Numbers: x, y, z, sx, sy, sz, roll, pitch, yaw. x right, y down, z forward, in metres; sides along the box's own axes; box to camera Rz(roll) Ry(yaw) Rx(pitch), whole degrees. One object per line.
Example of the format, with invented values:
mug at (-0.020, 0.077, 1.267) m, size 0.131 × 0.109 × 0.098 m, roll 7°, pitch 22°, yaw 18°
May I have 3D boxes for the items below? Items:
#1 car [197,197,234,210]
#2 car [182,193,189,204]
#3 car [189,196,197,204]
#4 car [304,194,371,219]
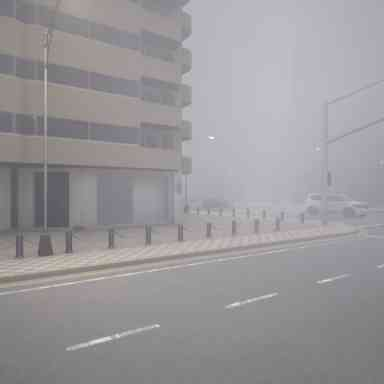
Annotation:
car at (3.293, 1.437, 42.312) m, size 2.128 × 1.511 × 4.902 m, roll 0°, pitch 0°, yaw -35°
car at (-3.471, 1.166, 58.399) m, size 2.150 × 2.045 × 5.566 m, roll 0°, pitch 0°, yaw -34°
car at (-0.734, 1.449, 60.600) m, size 1.837 × 1.490 × 4.892 m, roll 0°, pitch 0°, yaw -34°
car at (12.602, 1.166, 29.198) m, size 2.150 × 2.045 × 5.566 m, roll 0°, pitch 0°, yaw -36°
